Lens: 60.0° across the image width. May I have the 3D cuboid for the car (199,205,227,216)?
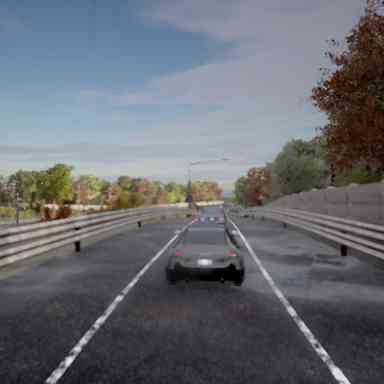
[{"bbox_3d":[1.404,1.781,22.833,2.033,1.411,5.357,0,-1,4],"label":"car"}]

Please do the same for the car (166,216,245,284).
[{"bbox_3d":[0.412,1.622,9.779,1.994,1.385,4.181,0,0,3],"label":"car"}]

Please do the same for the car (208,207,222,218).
[{"bbox_3d":[3.459,2.984,48.778,1.882,1.535,5.008,0,-4,6],"label":"car"}]

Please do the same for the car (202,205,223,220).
[{"bbox_3d":[2.290,2.211,35.944,2.128,1.511,4.902,0,-3,5],"label":"car"}]
